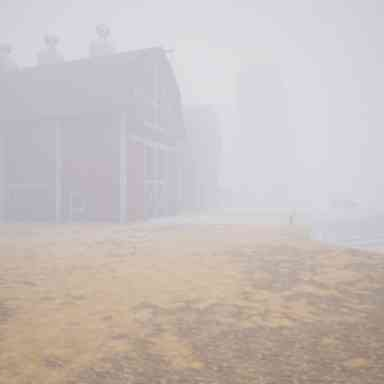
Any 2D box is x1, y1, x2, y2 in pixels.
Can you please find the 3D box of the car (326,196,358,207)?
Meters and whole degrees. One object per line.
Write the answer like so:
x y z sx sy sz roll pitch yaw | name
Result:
23.935 1.694 52.509 4.181 1.381 1.994 0 0 19 | car

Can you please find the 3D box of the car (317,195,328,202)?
34.421 1.685 83.812 3.988 1.617 1.851 0 0 19 | car
